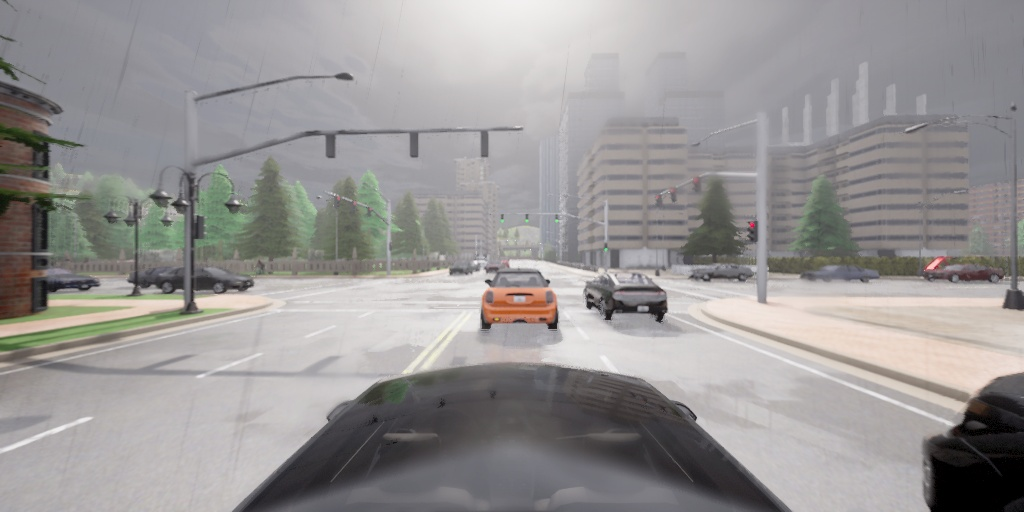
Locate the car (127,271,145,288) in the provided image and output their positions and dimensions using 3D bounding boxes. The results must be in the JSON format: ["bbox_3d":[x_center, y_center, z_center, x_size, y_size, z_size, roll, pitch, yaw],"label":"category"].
[{"bbox_3d":[-22.348,1.376,23.941,5.357,1.411,2.033,0,0,1],"label":"car"}]

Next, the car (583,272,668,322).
[{"bbox_3d":[3.762,1.295,12.593,2.128,1.511,4.902,0,0,1],"label":"car"}]

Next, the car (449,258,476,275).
[{"bbox_3d":[-5.868,1.279,41.712,2.097,1.767,4.553,0,0,4],"label":"car"}]

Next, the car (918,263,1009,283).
[{"bbox_3d":[37.270,1.395,29.705,5.008,1.535,1.882,0,0,2],"label":"car"}]

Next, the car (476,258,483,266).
[{"bbox_3d":[-5.563,1.460,50.655,2.128,1.511,4.902,0,0,2],"label":"car"}]

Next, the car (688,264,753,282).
[{"bbox_3d":[17.473,1.390,30.187,4.902,1.511,2.128,0,0,1],"label":"car"}]

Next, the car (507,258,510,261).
[{"bbox_3d":[-1.620,1.261,65.360,2.150,2.045,5.566,0,0,2],"label":"car"}]

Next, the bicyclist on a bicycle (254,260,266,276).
[{"bbox_3d":[-24.566,1.177,34.977,0.582,1.620,1.656,0,0,1],"label":"bicyclist on a bicycle"}]

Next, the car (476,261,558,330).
[{"bbox_3d":[0.183,1.147,11.436,2.097,1.767,4.553,0,0,0],"label":"car"}]

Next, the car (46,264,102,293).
[{"bbox_3d":[-27.029,1.356,20.563,5.357,1.411,2.033,0,0,2],"label":"car"}]

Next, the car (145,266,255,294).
[{"bbox_3d":[-17.296,1.322,20.317,4.892,1.490,1.837,0,0,1],"label":"car"}]

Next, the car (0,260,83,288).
[{"bbox_3d":[-32.444,1.171,24.219,4.553,1.767,2.097,0,0,2],"label":"car"}]

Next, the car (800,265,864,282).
[{"bbox_3d":[27.343,1.456,29.950,5.357,1.411,2.033,0,0,1],"label":"car"}]

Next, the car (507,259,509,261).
[{"bbox_3d":[-1.947,1.554,54.681,1.994,1.385,4.181,0,0,2],"label":"car"}]

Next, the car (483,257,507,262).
[{"bbox_3d":[-2.178,1.303,46.065,2.097,1.767,4.553,0,0,1],"label":"car"}]
